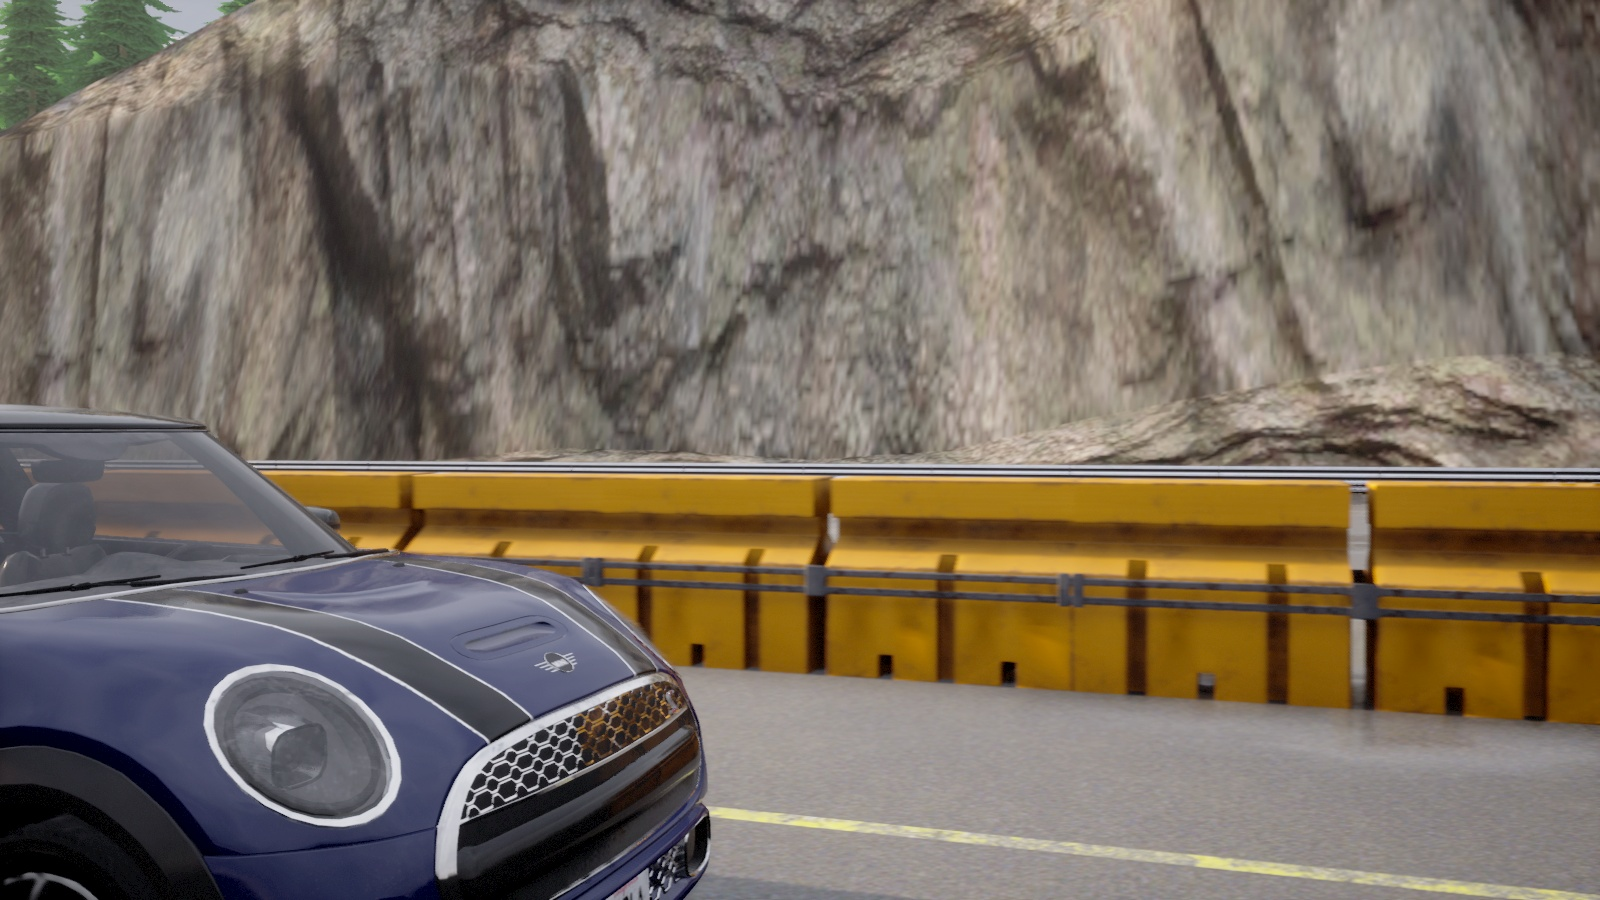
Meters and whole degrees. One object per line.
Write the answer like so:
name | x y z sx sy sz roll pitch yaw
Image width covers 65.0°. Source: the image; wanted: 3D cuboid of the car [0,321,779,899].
car | -2.569 0.610 4.054 4.553 1.767 2.097 1 1 19
